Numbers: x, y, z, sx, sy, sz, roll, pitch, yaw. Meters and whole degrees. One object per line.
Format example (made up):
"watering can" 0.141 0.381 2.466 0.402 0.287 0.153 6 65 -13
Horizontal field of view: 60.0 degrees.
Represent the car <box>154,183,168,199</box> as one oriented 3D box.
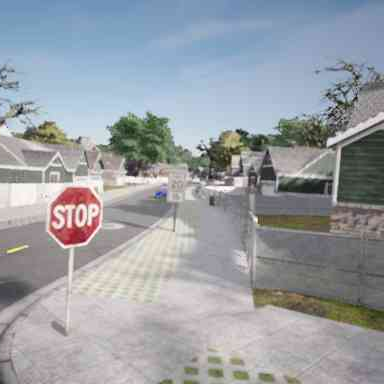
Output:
"car" -3.799 0.052 43.129 1.882 1.535 5.008 4 2 -3
